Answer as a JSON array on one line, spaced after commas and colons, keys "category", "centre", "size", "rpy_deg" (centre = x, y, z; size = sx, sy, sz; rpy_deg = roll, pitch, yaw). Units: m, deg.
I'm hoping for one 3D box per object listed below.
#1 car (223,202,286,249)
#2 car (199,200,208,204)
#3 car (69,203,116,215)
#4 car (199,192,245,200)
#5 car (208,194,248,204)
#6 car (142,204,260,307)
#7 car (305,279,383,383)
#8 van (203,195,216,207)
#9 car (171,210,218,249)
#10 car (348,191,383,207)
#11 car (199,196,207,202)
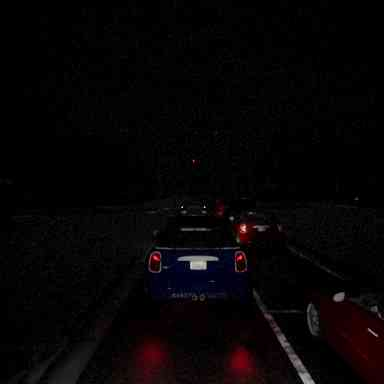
[{"category": "car", "centre": [2.641, 1.438, 14.455], "size": [1.967, 1.590, 4.097], "rpy_deg": [-1, 0, 0]}, {"category": "car", "centre": [0.126, 1.567, 25.553], "size": [1.994, 1.385, 4.181], "rpy_deg": [0, 0, -1]}, {"category": "car", "centre": [-10.978, 1.887, 37.004], "size": [4.718, 1.301, 1.895], "rpy_deg": [-2, 1, 0]}, {"category": "car", "centre": [4.142, 1.138, 41.463], "size": [5.566, 2.045, 2.150], "rpy_deg": [-3, -1, 18]}, {"category": "car", "centre": [2.649, 1.318, 25.259], "size": [2.192, 1.841, 5.009], "rpy_deg": [-1, 0, 0]}, {"category": "car", "centre": [0.077, 1.350, 8.167], "size": [2.097, 1.767, 4.553], "rpy_deg": [0, 0, -1]}, {"category": "car", "centre": [2.633, 1.581, 3.650], "size": [1.802, 1.307, 4.206], "rpy_deg": [-1, 0, 0]}, {"category": "van", "centre": [2.674, 1.371, 51.621], "size": [1.690, 1.788, 3.998], "rpy_deg": [-1, 0, 0]}, {"category": "car", "centre": [0.109, 1.599, 15.541], "size": [1.895, 1.301, 4.718], "rpy_deg": [0, 0, 0]}, {"category": "car", "centre": [21.241, 0.786, 39.942], "size": [4.553, 1.767, 2.097], "rpy_deg": [-1, 1, 0]}, {"category": "car", "centre": [2.707, 1.646, 84.059], "size": [1.887, 1.381, 4.507], "rpy_deg": [-1, 0, 0]}]
